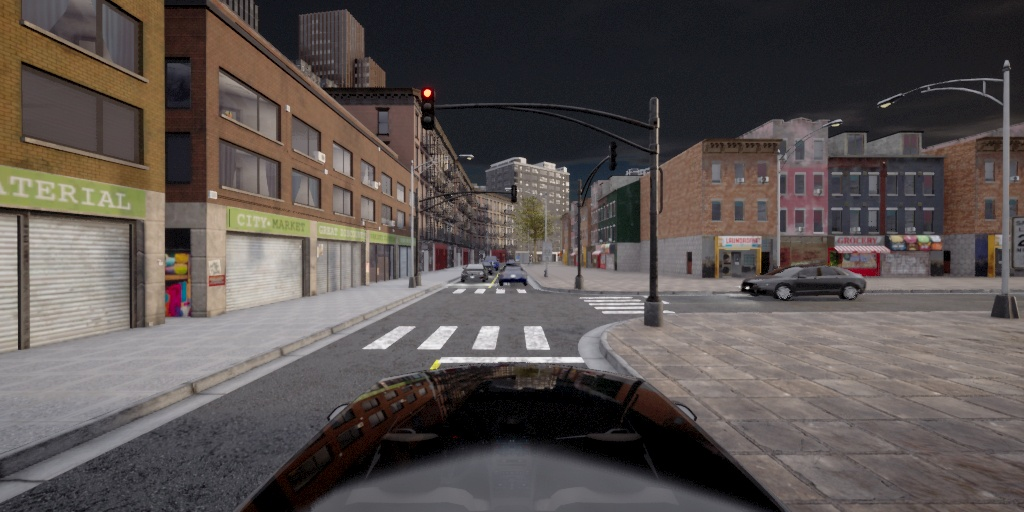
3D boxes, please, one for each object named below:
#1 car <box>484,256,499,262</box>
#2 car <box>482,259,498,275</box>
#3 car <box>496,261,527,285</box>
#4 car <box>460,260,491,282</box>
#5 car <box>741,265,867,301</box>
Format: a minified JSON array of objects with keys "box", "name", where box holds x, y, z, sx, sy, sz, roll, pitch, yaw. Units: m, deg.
[{"box":[-2.948,0.993,49.726,2.150,2.045,5.566,0,0,1],"name":"car"},{"box":[-2.943,1.309,39.105,2.033,1.411,5.357,0,0,0],"name":"car"},{"box":[0.063,1.316,26.062,1.994,1.385,4.181,0,0,-1],"name":"car"},{"box":[-2.908,1.279,28.673,1.812,1.442,4.674,0,0,0],"name":"car"},{"box":[13.065,1.171,16.219,4.892,1.490,1.837,0,0,0],"name":"car"}]
